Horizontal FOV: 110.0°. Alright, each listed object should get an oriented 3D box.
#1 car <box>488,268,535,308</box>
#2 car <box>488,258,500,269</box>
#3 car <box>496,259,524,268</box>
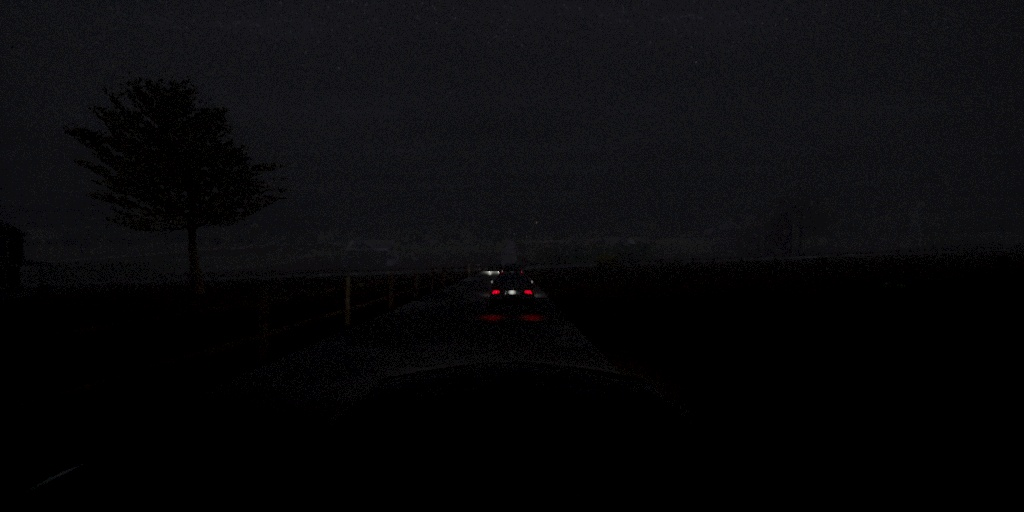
[{"bbox_3d":[0.001,1.424,15.821,2.033,1.411,5.357,0,0,0],"label":"car"},{"bbox_3d":[-2.750,1.403,59.575,2.150,2.045,5.566,0,0,0],"label":"car"},{"bbox_3d":[0.003,1.350,30.918,2.097,1.767,4.553,0,-1,0],"label":"car"}]
